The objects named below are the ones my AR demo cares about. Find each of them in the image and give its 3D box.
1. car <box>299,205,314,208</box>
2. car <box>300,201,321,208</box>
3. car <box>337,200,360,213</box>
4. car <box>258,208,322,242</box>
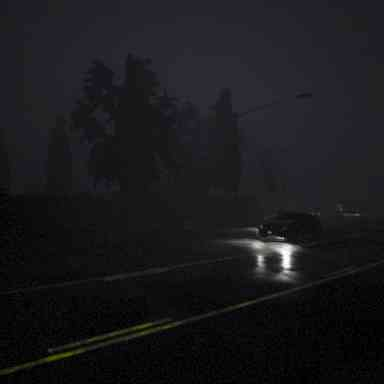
[{"bbox_3d":[7.217,1.932,25.091,1.812,1.442,4.674,0,-1,41],"label":"car"},{"bbox_3d":[22.252,2.639,62.949,2.150,2.045,5.566,0,-1,-4],"label":"car"},{"bbox_3d":[25.384,2.409,54.313,2.150,2.045,5.566,0,-1,8],"label":"car"},{"bbox_3d":[5.507,1.793,18.215,1.812,1.442,4.674,0,-1,45],"label":"car"}]
